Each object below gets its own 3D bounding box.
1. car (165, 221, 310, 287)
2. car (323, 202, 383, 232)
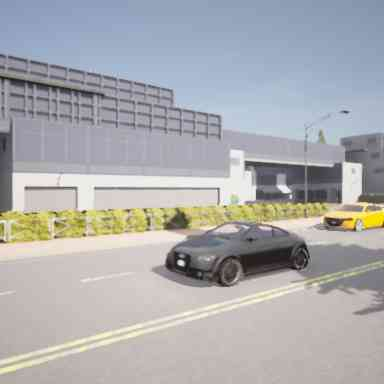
[{"bbox_3d":[1.359,1.534,9.258,4.181,1.385,1.994,0,0,-35],"label":"car"},{"bbox_3d":[9.726,1.389,19.475,5.008,1.535,1.882,0,0,-35],"label":"car"}]
